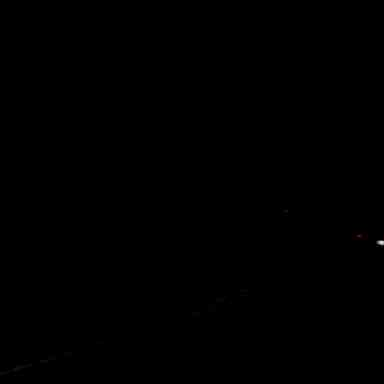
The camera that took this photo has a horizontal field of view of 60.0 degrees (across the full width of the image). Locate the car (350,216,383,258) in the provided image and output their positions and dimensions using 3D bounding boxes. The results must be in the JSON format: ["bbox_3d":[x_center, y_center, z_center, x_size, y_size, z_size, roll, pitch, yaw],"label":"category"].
[{"bbox_3d":[7.119,1.556,11.988,1.994,1.385,4.181,0,0,37],"label":"car"}]
